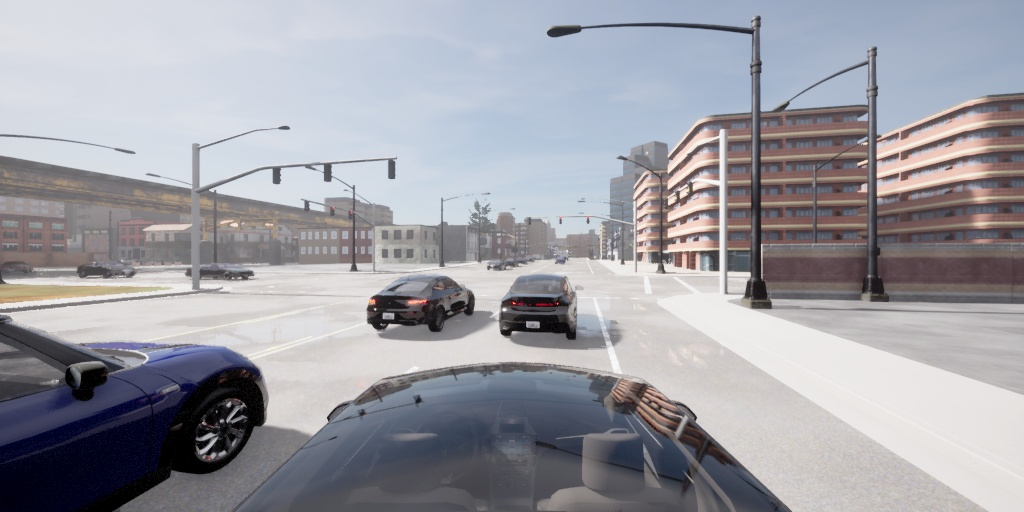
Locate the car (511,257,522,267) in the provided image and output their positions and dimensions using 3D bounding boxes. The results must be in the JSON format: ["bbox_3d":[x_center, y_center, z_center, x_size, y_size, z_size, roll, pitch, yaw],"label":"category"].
[{"bbox_3d":[-0.198,0.957,57.261,1.882,1.535,5.008,0,1,11],"label":"car"}]

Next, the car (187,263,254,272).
[{"bbox_3d":[-24.883,1.297,30.548,5.357,1.411,2.033,0,0,10],"label":"car"}]

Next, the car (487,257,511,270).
[{"bbox_3d":[-2.002,1.106,47.985,2.128,1.511,4.902,0,1,11],"label":"car"}]

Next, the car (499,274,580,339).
[{"bbox_3d":[0.914,1.255,10.206,1.837,1.490,4.892,0,0,11],"label":"car"}]

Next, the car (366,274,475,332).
[{"bbox_3d":[-2.531,1.276,10.848,1.812,1.442,4.674,0,0,11],"label":"car"}]

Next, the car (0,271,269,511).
[{"bbox_3d":[-3.858,1.102,2.072,2.097,1.767,4.553,0,0,6],"label":"car"}]

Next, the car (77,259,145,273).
[{"bbox_3d":[-36.965,1.242,32.707,4.902,1.511,2.128,0,0,11],"label":"car"}]
